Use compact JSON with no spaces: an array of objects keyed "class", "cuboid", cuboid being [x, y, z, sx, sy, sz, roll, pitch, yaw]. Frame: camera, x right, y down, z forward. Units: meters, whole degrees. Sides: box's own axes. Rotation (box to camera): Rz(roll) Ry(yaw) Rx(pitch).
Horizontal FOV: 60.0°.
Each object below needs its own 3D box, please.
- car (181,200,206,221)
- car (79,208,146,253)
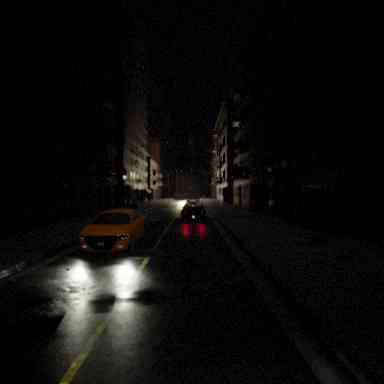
[{"class":"car","cuboid":[0.114,1.564,27.032,1.895,1.301,4.718,0,0,0]},{"class":"car","cuboid":[-3.084,1.459,13.775,1.882,1.535,5.008,0,1,0]}]
